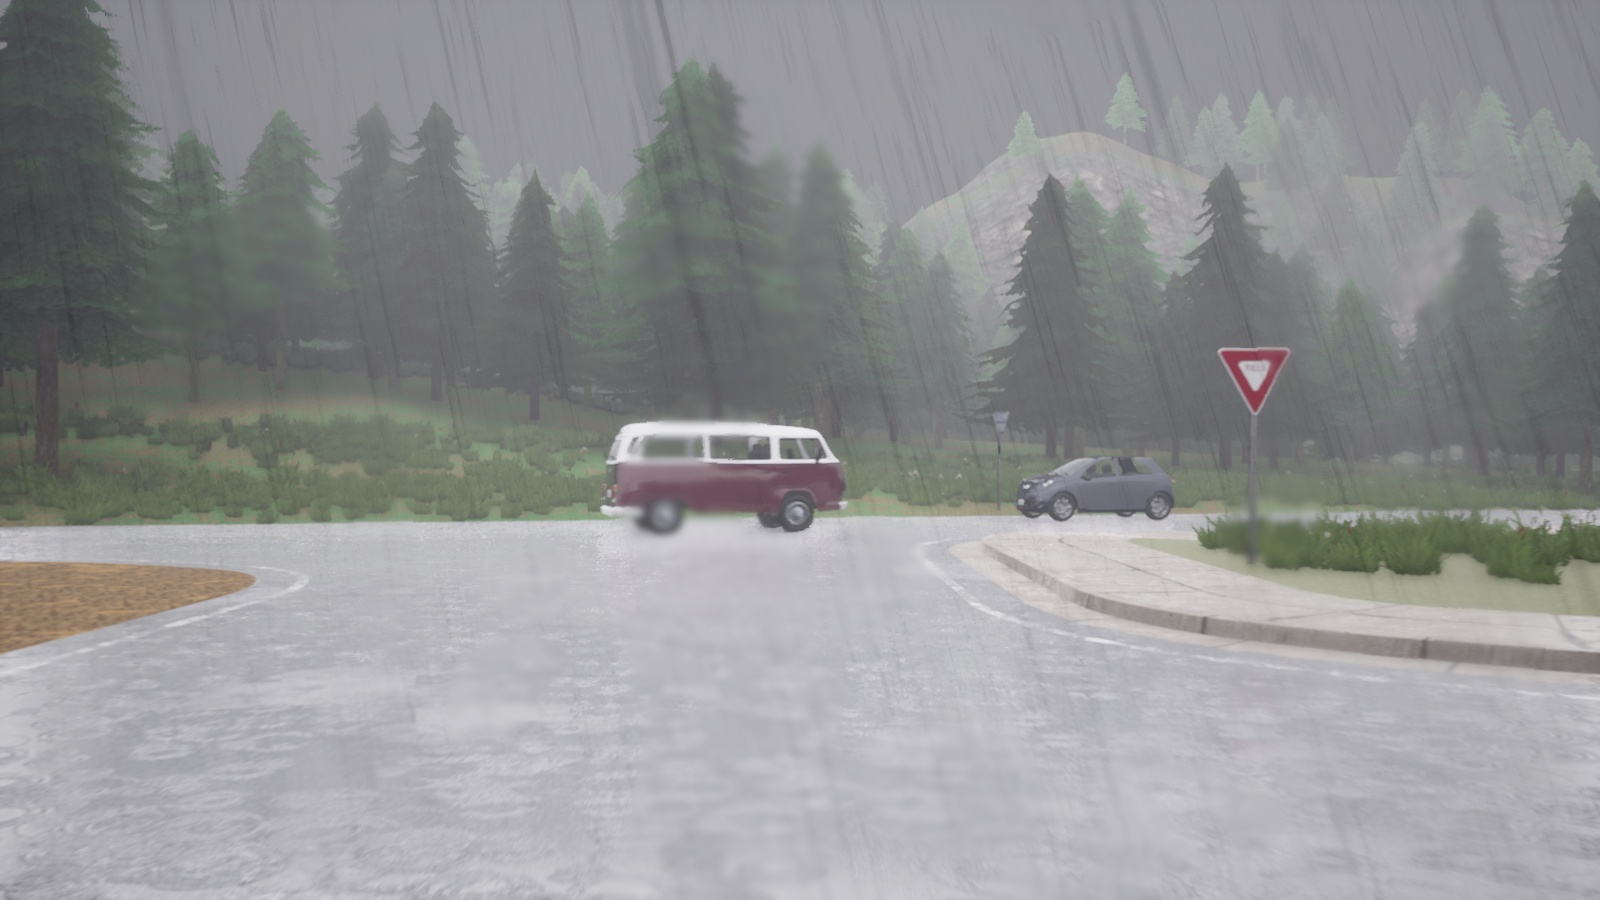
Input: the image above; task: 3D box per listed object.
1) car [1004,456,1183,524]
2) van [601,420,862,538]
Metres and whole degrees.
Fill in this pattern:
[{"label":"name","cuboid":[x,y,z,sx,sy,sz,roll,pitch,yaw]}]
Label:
[{"label":"car","cuboid":[6.859,0.904,29.441,3.633,1.501,1.845,0,0,-16]},{"label":"van","cuboid":[-1.312,0.504,23.383,4.480,2.038,2.069,0,0,-16]}]
